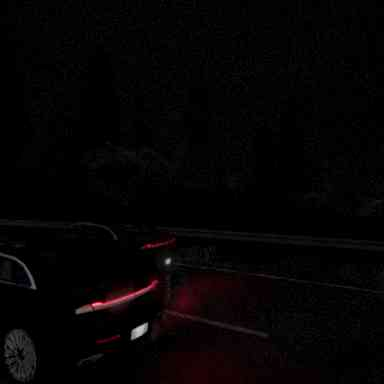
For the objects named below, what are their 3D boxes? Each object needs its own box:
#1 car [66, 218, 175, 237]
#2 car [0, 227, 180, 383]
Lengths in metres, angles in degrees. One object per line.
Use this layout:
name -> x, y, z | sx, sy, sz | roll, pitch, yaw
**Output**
car -> -2.673, 1.493, 9.371 | 4.902, 1.511, 2.128 | 0, 0, 30
car -> -2.712, 1.497, 5.339 | 4.902, 1.511, 2.128 | 0, 0, 31
